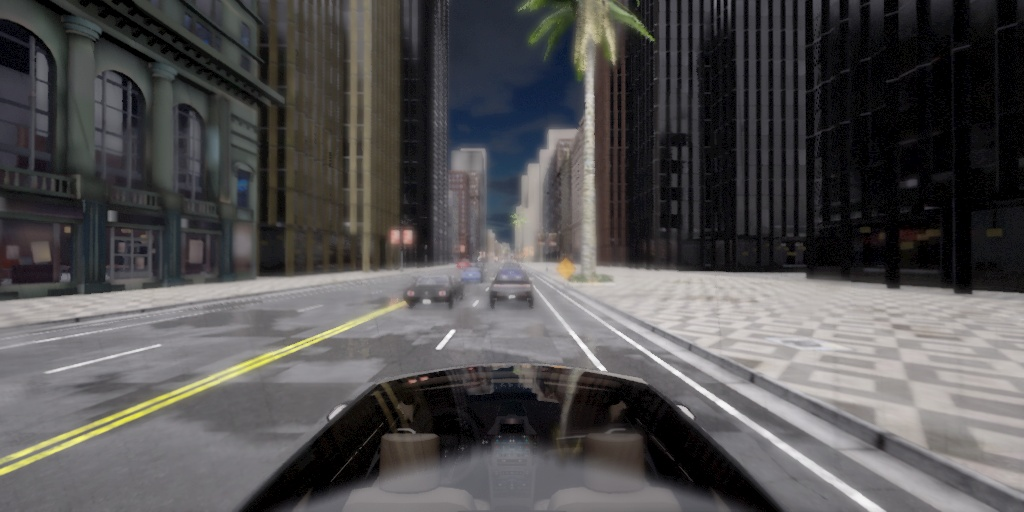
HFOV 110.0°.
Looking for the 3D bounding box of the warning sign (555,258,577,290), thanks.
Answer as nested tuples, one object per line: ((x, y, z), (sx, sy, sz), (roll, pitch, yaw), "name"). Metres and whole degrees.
((3.214, 1.048, 21.329), (1.300, 1.860, 1.060), (0, 0, 0), "warning sign")

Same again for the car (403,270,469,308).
((-3.257, 1.484, 15.955), (1.895, 1.301, 4.718), (0, 0, 0), "car")

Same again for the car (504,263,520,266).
((-0.016, 1.373, 30.925), (2.097, 1.767, 4.553), (0, -1, 0), "car")

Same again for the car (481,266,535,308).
((-0.005, 1.377, 16.153), (2.128, 1.511, 4.902), (0, 0, 0), "car")

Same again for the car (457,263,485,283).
((-3.266, 1.570, 30.838), (2.033, 1.411, 5.357), (0, -1, 0), "car")
